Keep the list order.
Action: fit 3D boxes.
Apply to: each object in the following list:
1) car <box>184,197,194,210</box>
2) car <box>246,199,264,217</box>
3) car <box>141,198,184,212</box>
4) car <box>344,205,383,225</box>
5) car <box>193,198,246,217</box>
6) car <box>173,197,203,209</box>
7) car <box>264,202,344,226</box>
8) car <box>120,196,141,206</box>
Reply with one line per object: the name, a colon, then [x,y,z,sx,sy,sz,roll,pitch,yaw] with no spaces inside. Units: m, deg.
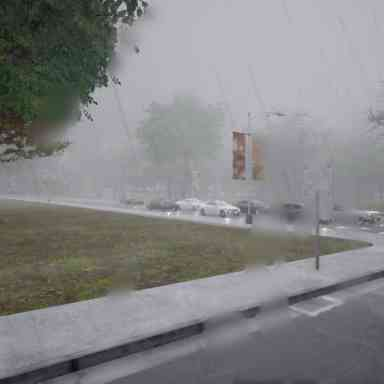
car: [0.010,1.498,39.970,1.812,1.442,4.674,0,0,-36]
car: [5.821,1.484,31.775,1.837,1.490,4.892,0,0,-35]
car: [-3.593,1.523,39.400,2.033,1.411,5.357,0,0,-36]
car: [11.154,1.589,24.284,1.895,1.301,4.718,0,0,-35]
car: [2.465,1.508,30.860,1.812,1.442,4.674,0,0,-35]
car: [-0.603,1.492,46.744,1.812,1.442,4.674,0,0,-35]
car: [7.733,1.495,23.485,1.837,1.490,4.892,0,0,-35]
car: [-9.360,1.568,53.264,1.895,1.301,4.718,0,0,-35]
